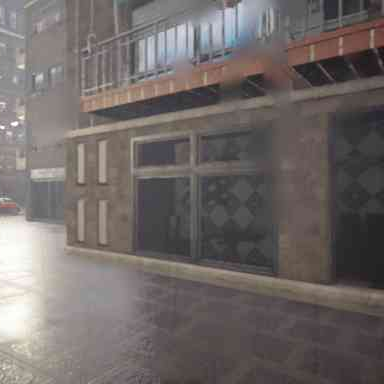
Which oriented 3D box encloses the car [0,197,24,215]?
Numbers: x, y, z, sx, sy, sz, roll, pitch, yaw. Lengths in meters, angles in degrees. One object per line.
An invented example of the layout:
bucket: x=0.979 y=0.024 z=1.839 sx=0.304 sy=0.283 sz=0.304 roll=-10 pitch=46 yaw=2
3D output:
car: x=-17.145 y=1.262 z=28.477 sx=1.967 sy=1.590 sz=4.097 roll=1 pitch=1 yaw=36

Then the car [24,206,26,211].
car: x=-14.043 y=1.297 z=32.796 sx=1.752 sy=1.417 sz=4.829 roll=1 pitch=1 yaw=36
